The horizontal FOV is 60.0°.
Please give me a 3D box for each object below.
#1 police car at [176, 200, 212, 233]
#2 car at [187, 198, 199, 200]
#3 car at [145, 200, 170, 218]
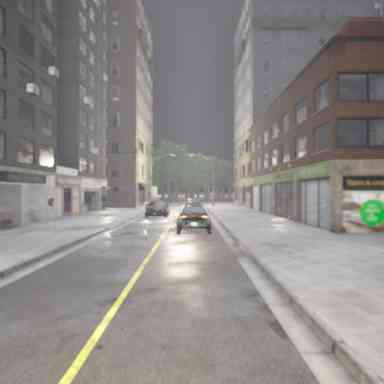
[{"bbox_3d":[0.115,1.508,19.911,2.038,1.542,4.974,0,0,0],"label":"police car"},{"bbox_3d":[0.123,1.498,39.559,2.128,1.511,4.902,0,0,0],"label":"car"},{"bbox_3d":[-3.071,1.483,29.935,1.882,1.535,5.008,0,0,0],"label":"car"}]
